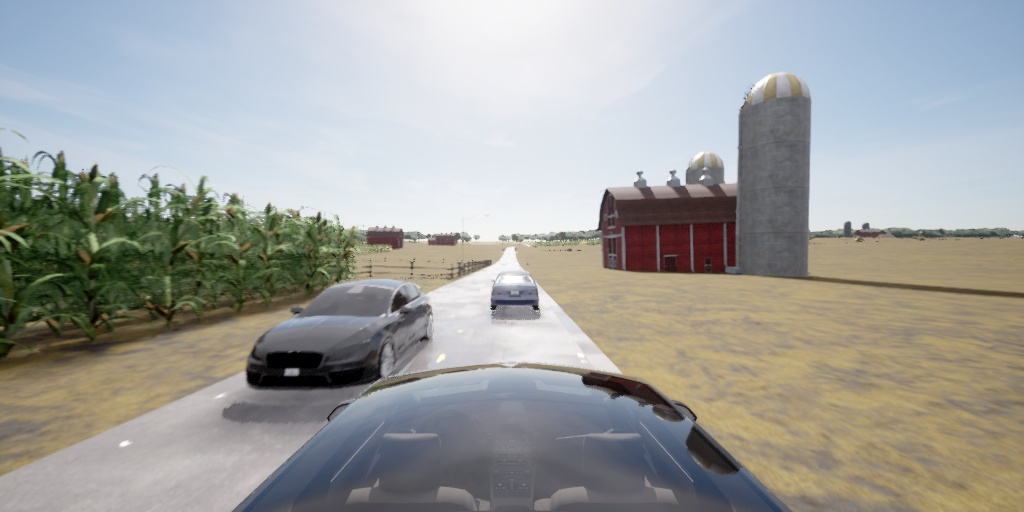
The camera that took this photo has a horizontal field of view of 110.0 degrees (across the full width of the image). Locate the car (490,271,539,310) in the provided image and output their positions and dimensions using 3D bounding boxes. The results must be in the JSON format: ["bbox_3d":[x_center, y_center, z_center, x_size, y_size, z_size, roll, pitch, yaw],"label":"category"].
[{"bbox_3d":[0.100,1.311,14.789,2.033,1.411,5.357,0,0,0],"label":"car"}]

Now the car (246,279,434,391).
[{"bbox_3d":[-2.841,1.257,7.064,1.837,1.490,4.892,0,0,0],"label":"car"}]
